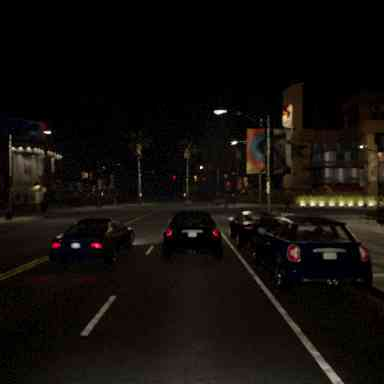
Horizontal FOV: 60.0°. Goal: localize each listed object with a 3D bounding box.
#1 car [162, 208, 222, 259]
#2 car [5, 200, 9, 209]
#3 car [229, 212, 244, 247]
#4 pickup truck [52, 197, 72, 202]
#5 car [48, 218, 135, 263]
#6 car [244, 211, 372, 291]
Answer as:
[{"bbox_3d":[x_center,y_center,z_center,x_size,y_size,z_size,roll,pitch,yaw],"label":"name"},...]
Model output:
[{"bbox_3d":[0.035,1.498,13.414,2.097,1.767,4.553,0,-1,1],"label":"car"},{"bbox_3d":[-28.966,1.785,48.789,2.185,1.767,4.553,0,-1,0],"label":"car"},{"bbox_3d":[2.912,1.654,15.924,2.097,1.535,5.008,0,-1,0],"label":"car"},{"bbox_3d":[-28.547,1.920,76.414,6.274,2.098,2.390,0,-1,0],"label":"pickup truck"},{"bbox_3d":[-3.480,1.685,12.497,2.033,1.411,5.357,0,-1,0],"label":"car"},{"bbox_3d":[3.047,1.459,9.500,2.185,1.767,4.553,0,-1,0],"label":"car"}]
